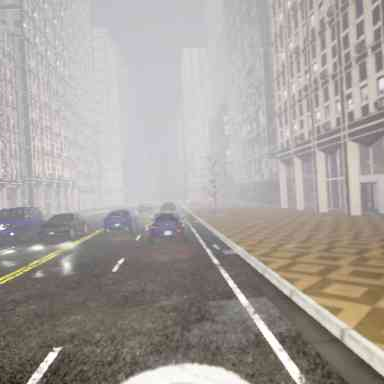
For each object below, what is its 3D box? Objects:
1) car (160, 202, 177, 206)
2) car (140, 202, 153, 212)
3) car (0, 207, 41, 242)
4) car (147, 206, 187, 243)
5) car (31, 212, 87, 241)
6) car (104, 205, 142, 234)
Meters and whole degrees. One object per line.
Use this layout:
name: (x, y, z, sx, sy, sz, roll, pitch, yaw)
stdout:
car: (-2.750, 1.931, 39.422, 1.882, 1.535, 5.008, -3, 0, -4)
car: (-6.533, 2.231, 47.215, 2.128, 1.511, 4.902, -3, 0, -4)
car: (-11.491, 2.047, 21.669, 2.150, 2.045, 5.566, -3, 0, -4)
car: (-1.257, 1.720, 17.455, 1.812, 1.442, 4.674, -3, 0, -4)
car: (-8.207, 2.110, 21.466, 1.882, 1.535, 5.008, -3, 0, -4)
car: (-4.888, 1.929, 23.299, 1.882, 1.535, 5.008, -3, 0, -4)
